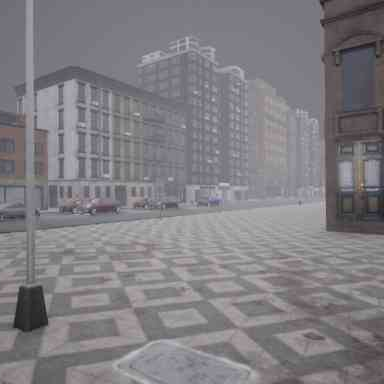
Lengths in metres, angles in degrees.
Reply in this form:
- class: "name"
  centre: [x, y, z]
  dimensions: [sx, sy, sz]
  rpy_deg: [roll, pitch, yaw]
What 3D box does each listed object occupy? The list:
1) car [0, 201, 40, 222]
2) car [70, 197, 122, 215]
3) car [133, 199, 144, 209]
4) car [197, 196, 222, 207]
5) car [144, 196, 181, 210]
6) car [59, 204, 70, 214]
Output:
- class: "car"
  centre: [-14.279, 1.550, 26.233]
  dimensions: [1.994, 1.385, 4.181]
  rpy_deg: [-1, 0, 35]
- class: "car"
  centre: [-9.287, 1.320, 33.263]
  dimensions: [2.097, 1.767, 4.553]
  rpy_deg: [-1, 0, 35]
- class: "car"
  centre: [-5.606, 1.449, 44.039]
  dimensions: [1.882, 1.535, 5.008]
  rpy_deg: [-1, 0, 36]
- class: "car"
  centre: [2.637, 1.403, 49.963]
  dimensions: [1.882, 1.535, 5.008]
  rpy_deg: [-1, 0, 36]
- class: "car"
  centre: [-3.370, 1.299, 41.579]
  dimensions: [2.097, 1.767, 4.553]
  rpy_deg: [-1, 0, 35]
- class: "car"
  centre: [-11.666, 1.471, 35.521]
  dimensions: [1.882, 1.535, 5.008]
  rpy_deg: [-1, 0, 35]
